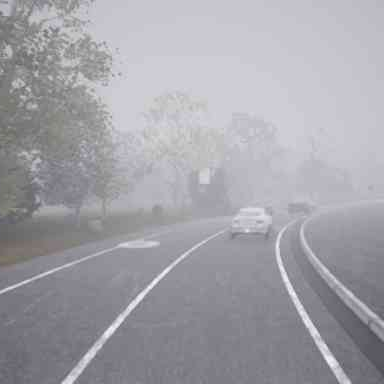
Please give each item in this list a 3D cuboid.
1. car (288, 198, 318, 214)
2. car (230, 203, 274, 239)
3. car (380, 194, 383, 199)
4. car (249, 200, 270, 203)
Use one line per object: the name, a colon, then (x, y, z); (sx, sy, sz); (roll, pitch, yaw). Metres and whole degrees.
car: (11.197, 1.382, 33.381); (1.882, 1.535, 5.008); (-4, -1, 35)
car: (3.164, 1.507, 17.196); (1.812, 1.442, 4.674); (-1, 0, 17)
car: (36.393, 0.464, 61.033); (4.718, 1.301, 1.895); (-4, -2, -37)
car: (6.396, 1.586, 32.349); (1.837, 1.490, 4.892); (-3, -2, 33)
